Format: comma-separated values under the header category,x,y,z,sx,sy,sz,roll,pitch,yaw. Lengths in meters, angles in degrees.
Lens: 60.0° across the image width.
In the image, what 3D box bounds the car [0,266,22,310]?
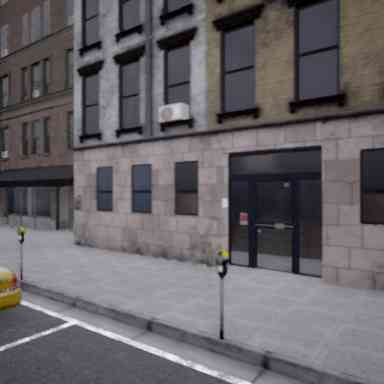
category,x,y,z,sx,sy,sz,roll,pitch,yaw
car,-5.237,1.538,6.568,4.829,1.417,1.752,0,0,36
